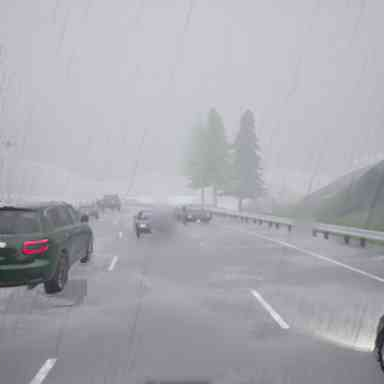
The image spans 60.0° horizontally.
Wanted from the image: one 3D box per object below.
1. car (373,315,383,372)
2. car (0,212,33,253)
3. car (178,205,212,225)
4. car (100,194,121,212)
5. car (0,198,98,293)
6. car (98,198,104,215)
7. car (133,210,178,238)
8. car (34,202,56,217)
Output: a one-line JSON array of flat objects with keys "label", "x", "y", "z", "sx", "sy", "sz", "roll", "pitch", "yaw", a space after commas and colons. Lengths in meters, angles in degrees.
[{"label": "car", "x": 3.282, "y": 1.549, "z": 2.444, "sx": 1.994, "sy": 1.385, "sz": 4.181, "roll": 0, "pitch": 0, "yaw": -2}, {"label": "car", "x": -8.530, "y": 1.654, "z": 14.343, "sx": 1.895, "sy": 1.301, "sz": 4.718, "roll": 0, "pitch": 0, "yaw": -11}, {"label": "car", "x": -0.159, "y": 1.618, "z": 24.073, "sx": 1.895, "sy": 1.301, "sz": 4.718, "roll": 0, "pitch": 0, "yaw": -16}, {"label": "car", "x": -10.048, "y": 1.299, "z": 39.826, "sx": 2.150, "sy": 2.045, "sz": 5.566, "roll": 0, "pitch": 0, "yaw": -25}, {"label": "car", "x": -4.161, "y": 1.249, "z": 8.927, "sx": 2.150, "sy": 2.045, "sz": 5.566, "roll": 0, "pitch": 0, "yaw": -7}, {"label": "car", "x": -9.425, "y": 1.559, "z": 29.607, "sx": 2.128, "sy": 1.511, "sz": 4.902, "roll": 0, "pitch": 0, "yaw": -21}, {"label": "car", "x": -2.206, "y": 1.624, "z": 18.104, "sx": 1.895, "sy": 1.301, "sz": 4.718, "roll": 0, "pitch": 0, "yaw": -12}, {"label": "car", "x": -15.113, "y": 1.700, "z": 34.119, "sx": 1.895, "sy": 1.301, "sz": 4.718, "roll": 0, "pitch": 0, "yaw": -24}]
